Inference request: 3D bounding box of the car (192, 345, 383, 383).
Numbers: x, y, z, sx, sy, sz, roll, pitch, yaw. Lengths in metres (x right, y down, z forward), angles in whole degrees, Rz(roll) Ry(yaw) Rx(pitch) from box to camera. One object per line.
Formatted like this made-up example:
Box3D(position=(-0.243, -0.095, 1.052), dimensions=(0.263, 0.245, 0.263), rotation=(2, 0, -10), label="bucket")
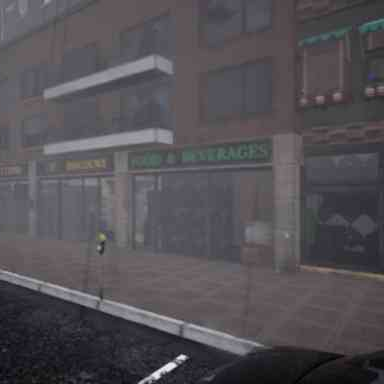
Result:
Box3D(position=(1.760, 1.567, 1.625), dimensions=(4.313, 1.339, 1.947), rotation=(0, 0, 35), label="car")
